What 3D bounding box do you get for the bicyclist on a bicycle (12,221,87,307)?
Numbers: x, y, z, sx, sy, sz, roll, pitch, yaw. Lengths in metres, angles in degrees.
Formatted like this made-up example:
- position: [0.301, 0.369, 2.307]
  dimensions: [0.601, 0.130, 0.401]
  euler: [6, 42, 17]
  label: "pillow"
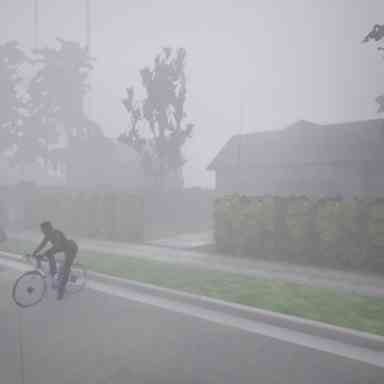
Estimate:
- position: [-2.849, 1.415, 6.825]
  dimensions: [0.582, 1.620, 1.656]
  euler: [0, 0, 36]
  label: "bicyclist on a bicycle"
